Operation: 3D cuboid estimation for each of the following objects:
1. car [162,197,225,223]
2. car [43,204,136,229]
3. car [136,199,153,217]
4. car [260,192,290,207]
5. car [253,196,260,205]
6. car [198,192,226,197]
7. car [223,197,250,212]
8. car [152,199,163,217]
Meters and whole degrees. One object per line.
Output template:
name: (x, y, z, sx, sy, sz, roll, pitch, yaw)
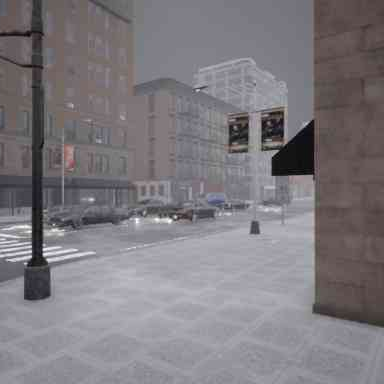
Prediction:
car: (0.249, 1.413, 24.891, 1.837, 1.490, 4.892, 0, 1, 35)
car: (-6.449, 1.489, 21.417, 2.033, 1.411, 5.357, 0, 0, 35)
car: (-3.967, 1.416, 30.542, 1.837, 1.490, 4.892, 0, 0, 35)
car: (12.217, 1.030, 47.642, 2.150, 2.045, 5.566, 0, 0, 36)
car: (11.087, 1.315, 51.616, 2.128, 1.511, 4.902, 0, 0, 35)
car: (2.114, 1.086, 39.111, 2.150, 2.045, 5.566, 0, 0, 36)
car: (4.573, 1.462, 36.972, 1.895, 1.301, 4.718, 0, 0, 36)
car: (-1.115, 1.467, 28.961, 1.994, 1.385, 4.181, 0, 0, 35)
